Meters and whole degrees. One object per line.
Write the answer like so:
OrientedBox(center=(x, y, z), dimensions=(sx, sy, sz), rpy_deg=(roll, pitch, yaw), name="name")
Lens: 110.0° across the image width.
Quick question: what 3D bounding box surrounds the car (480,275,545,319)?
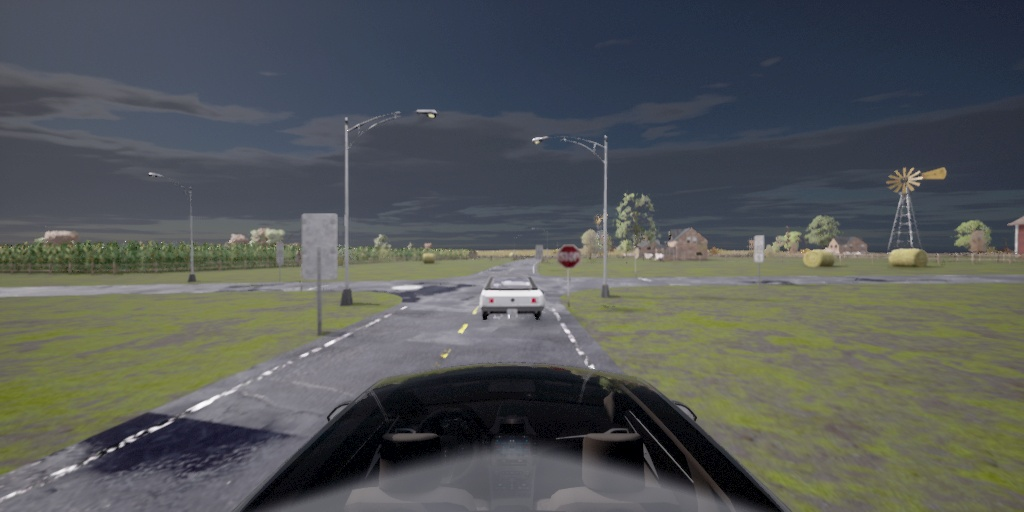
OrientedBox(center=(-0.085, 1.286, 12.430), dimensions=(1.895, 1.301, 4.718), rpy_deg=(0, 0, -3), name="car")
